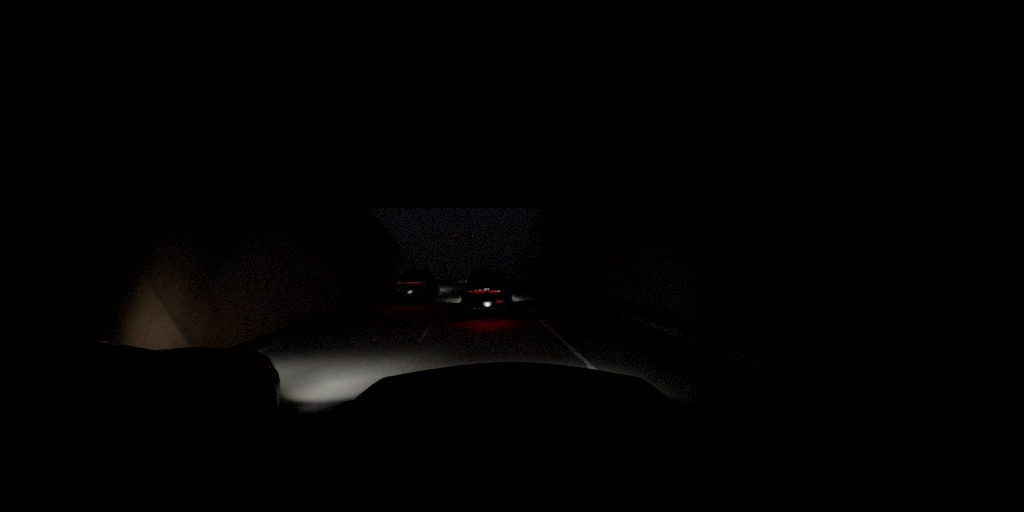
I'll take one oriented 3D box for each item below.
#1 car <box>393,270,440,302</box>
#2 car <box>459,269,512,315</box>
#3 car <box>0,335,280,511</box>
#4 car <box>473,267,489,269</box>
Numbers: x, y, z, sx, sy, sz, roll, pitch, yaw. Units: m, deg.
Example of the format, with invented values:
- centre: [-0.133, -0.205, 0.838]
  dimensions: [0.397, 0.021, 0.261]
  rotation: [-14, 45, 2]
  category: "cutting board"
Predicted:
- centre: [-5.001, 1.510, 19.153]
  dimensions: [2.128, 1.511, 4.902]
  rotation: [0, -1, -6]
  category: "car"
- centre: [-1.060, 1.431, 14.645]
  dimensions: [1.837, 1.490, 4.892]
  rotation: [0, -1, -5]
  category: "car"
- centre: [-3.673, 1.295, 2.328]
  dimensions: [1.837, 1.490, 4.892]
  rotation: [0, -1, -1]
  category: "car"
- centre: [-2.643, 1.655, 30.829]
  dimensions: [1.837, 1.490, 4.892]
  rotation: [0, -1, -6]
  category: "car"
